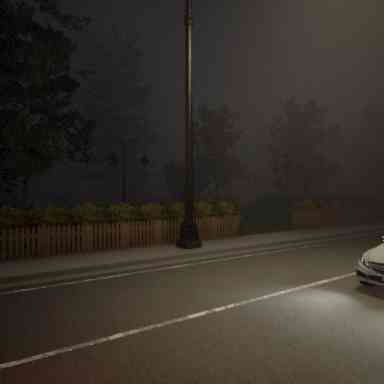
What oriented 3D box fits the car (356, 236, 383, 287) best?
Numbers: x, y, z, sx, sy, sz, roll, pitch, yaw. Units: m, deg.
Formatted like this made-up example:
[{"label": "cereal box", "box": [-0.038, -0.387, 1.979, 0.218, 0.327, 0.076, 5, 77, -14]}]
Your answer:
[{"label": "car", "box": [5.931, 1.521, 8.127, 4.674, 1.442, 1.812, 0, 0, -35]}]
